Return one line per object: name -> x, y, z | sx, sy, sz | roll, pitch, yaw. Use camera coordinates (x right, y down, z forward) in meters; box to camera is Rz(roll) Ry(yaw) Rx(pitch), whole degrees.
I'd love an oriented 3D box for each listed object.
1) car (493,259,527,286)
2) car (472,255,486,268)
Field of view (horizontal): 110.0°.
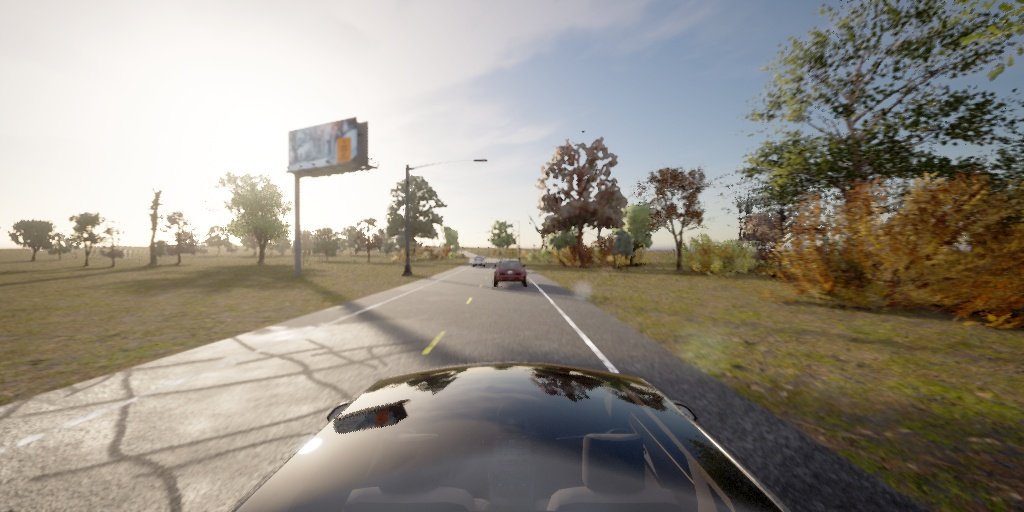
car -> -0.147, 0.973, 23.881 | 2.097, 1.767, 4.553 | 0, 0, -1
car -> -4.797, 0.991, 52.269 | 2.033, 1.411, 5.357 | 0, 0, -2
